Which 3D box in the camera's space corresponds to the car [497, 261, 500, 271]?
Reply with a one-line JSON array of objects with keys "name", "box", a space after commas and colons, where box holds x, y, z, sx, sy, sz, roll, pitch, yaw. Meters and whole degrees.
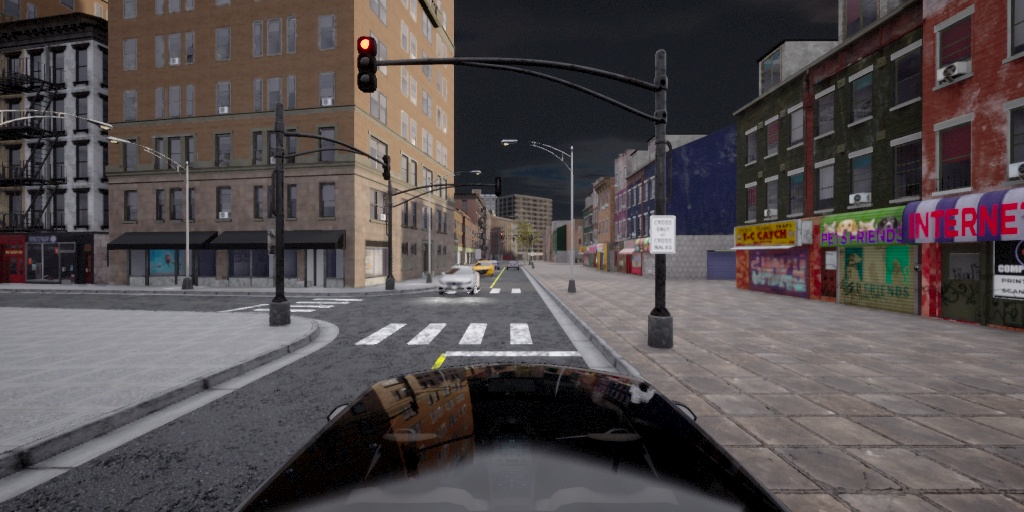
[{"name": "car", "box": [-2.721, 1.287, 50.910, 1.812, 1.442, 4.674, 0, 0, 1]}]

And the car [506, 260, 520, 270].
[{"name": "car", "box": [0.120, 1.310, 52.780, 2.033, 1.411, 5.357, 0, 0, 0]}]

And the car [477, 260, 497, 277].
[{"name": "car", "box": [-2.770, 1.233, 35.613, 1.882, 1.535, 5.008, 0, 0, 0]}]

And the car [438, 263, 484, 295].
[{"name": "car", "box": [-2.810, 1.277, 19.802, 1.812, 1.442, 4.674, 0, 0, 0]}]
